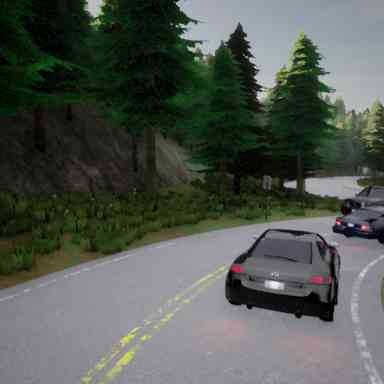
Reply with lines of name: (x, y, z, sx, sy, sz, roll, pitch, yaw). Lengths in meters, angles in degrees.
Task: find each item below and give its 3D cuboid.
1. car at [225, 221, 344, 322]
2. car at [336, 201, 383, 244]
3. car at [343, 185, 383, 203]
car: (2.226, 1.531, 7.475, 1.994, 1.385, 4.181, 2, 2, 24)
car: (8.623, 1.372, 14.991, 5.357, 1.411, 2.033, -1, 5, -33)
car: (11.771, 0.658, 20.785, 5.566, 2.045, 2.150, -2, 5, -31)
